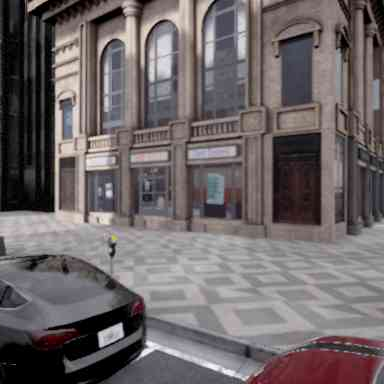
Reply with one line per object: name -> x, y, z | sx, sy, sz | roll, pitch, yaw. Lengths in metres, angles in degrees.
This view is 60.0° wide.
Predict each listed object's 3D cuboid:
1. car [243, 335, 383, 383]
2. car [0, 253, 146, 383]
car -> 1.998, 1.439, 1.535 | 4.097, 1.590, 1.967 | 0, 0, 35
car -> -2.563, 1.575, 4.787 | 4.313, 1.339, 1.947 | 0, 0, 35
